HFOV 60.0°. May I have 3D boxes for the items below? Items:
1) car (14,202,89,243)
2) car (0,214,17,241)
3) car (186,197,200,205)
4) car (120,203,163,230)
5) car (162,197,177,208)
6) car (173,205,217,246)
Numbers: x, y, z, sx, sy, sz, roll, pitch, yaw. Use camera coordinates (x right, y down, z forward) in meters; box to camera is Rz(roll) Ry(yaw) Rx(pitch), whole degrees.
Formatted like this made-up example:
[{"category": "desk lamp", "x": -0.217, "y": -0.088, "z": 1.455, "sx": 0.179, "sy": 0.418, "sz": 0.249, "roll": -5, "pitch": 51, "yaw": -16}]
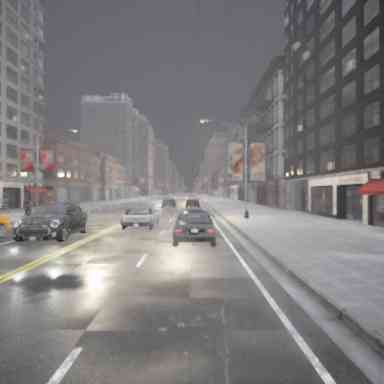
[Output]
[{"category": "car", "x": -6.589, "y": 1.329, "z": 15.999, "sx": 2.097, "sy": 1.767, "sz": 4.553, "roll": 0, "pitch": 0, "yaw": 0}, {"category": "car", "x": -9.843, "y": 1.457, "z": 14.213, "sx": 1.882, "sy": 1.535, "sz": 5.008, "roll": 0, "pitch": 0, "yaw": 0}, {"category": "car", "x": 0.091, "y": 1.414, "z": 48.204, "sx": 1.882, "sy": 1.535, "sz": 5.008, "roll": 0, "pitch": 0, "yaw": 0}, {"category": "car", "x": -3.155, "y": 1.572, "z": 20.995, "sx": 1.895, "sy": 1.301, "sz": 4.718, "roll": 0, "pitch": 0, "yaw": 0}, {"category": "car", "x": -3.160, "y": 1.443, "z": 46.648, "sx": 1.837, "sy": 1.490, "sz": 4.892, "roll": 0, "pitch": 0, "yaw": 0}, {"category": "car", "x": 0.098, "y": 1.527, "z": 15.162, "sx": 2.033, "sy": 1.411, "sz": 5.357, "roll": 0, "pitch": 0, "yaw": 0}]
